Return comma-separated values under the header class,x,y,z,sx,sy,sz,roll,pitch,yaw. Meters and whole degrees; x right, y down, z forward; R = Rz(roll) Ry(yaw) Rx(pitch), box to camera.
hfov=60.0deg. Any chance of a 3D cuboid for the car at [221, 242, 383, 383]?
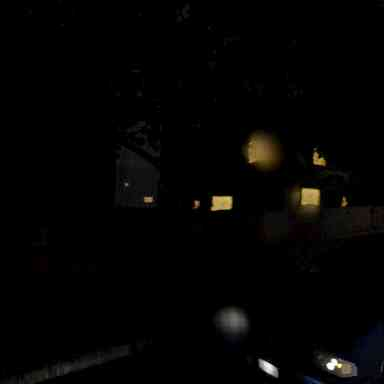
class,x,y,z,sx,sy,sz,roll,pitch,yaw
car,3.007,1.555,5.215,5.357,1.411,2.033,0,0,-36
